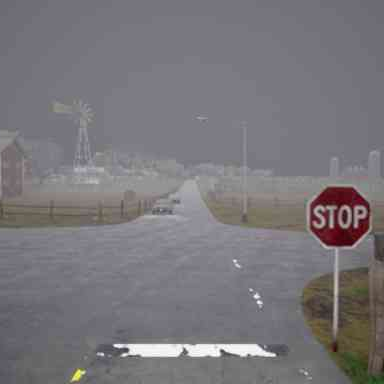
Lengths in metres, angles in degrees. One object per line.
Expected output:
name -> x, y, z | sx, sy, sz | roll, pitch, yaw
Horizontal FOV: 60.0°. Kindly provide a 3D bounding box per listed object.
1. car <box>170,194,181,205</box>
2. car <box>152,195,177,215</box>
car -> -2.740, 1.038, 50.421 | 1.882, 1.535, 5.008 | 0, 2, 0
car -> -2.784, 1.405, 32.723 | 1.837, 1.490, 4.892 | 0, 1, 0
